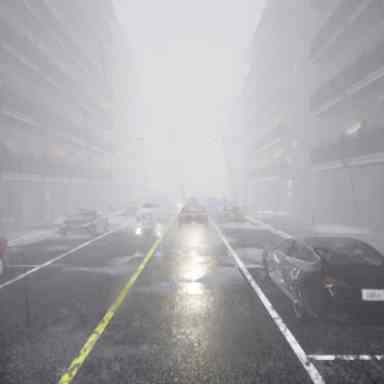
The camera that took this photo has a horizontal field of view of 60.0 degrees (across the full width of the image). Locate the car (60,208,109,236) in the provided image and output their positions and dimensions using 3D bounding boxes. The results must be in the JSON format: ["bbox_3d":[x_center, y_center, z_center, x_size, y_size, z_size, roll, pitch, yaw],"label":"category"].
[{"bbox_3d":[-5.700,1.535,18.059,1.802,1.307,4.206,0,0,0],"label":"car"}]

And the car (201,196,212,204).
[{"bbox_3d":[2.676,1.403,62.234,2.008,1.369,4.403,-1,0,0],"label":"car"}]

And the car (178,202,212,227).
[{"bbox_3d":[0.097,1.544,22.081,1.895,1.301,4.718,0,0,0],"label":"car"}]

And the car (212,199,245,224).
[{"bbox_3d":[2.680,1.464,23.740,1.752,1.417,4.829,-1,0,0],"label":"car"}]

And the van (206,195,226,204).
[{"bbox_3d":[2.677,1.255,34.617,1.690,1.788,3.998,-1,0,0],"label":"van"}]

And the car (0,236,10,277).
[{"bbox_3d":[-5.699,1.526,7.012,1.887,1.381,4.507,0,0,0],"label":"car"}]

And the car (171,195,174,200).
[{"bbox_3d":[-5.708,1.271,73.293,1.967,1.590,4.097,-1,0,0],"label":"car"}]

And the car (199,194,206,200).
[{"bbox_3d":[2.673,1.334,84.498,1.752,1.417,4.829,-1,0,0],"label":"car"}]

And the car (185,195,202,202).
[{"bbox_3d":[0.095,1.396,45.146,1.837,1.490,4.892,0,0,0],"label":"car"}]

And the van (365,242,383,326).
[{"bbox_3d":[2.681,1.337,1.476,1.690,1.788,3.998,0,0,0],"label":"van"}]

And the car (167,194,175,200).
[{"bbox_3d":[-5.708,1.365,89.864,1.947,1.339,4.313,-1,0,0],"label":"car"}]

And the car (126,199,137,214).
[{"bbox_3d":[-5.703,1.440,34.459,1.752,1.417,4.829,0,0,0],"label":"car"}]

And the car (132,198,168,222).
[{"bbox_3d":[-3.099,1.461,25.537,1.812,1.442,4.674,0,0,0],"label":"car"}]

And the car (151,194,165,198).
[{"bbox_3d":[-5.704,1.443,51.199,1.947,1.339,4.313,0,0,0],"label":"car"}]

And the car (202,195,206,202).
[{"bbox_3d":[2.676,1.415,56.710,2.008,1.369,4.403,-1,0,0],"label":"car"}]

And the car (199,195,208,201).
[{"bbox_3d":[2.674,1.370,78.804,2.008,1.369,4.403,-1,0,0],"label":"car"}]

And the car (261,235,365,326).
[{"bbox_3d":[2.683,1.547,7.000,1.947,1.339,4.313,0,0,0],"label":"car"}]

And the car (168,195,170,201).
[{"bbox_3d":[-5.705,1.398,62.246,1.887,1.381,4.507,-1,0,0],"label":"car"}]

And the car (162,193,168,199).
[{"bbox_3d":[-5.704,1.410,56.723,1.887,1.381,4.507,-1,0,0],"label":"car"}]
